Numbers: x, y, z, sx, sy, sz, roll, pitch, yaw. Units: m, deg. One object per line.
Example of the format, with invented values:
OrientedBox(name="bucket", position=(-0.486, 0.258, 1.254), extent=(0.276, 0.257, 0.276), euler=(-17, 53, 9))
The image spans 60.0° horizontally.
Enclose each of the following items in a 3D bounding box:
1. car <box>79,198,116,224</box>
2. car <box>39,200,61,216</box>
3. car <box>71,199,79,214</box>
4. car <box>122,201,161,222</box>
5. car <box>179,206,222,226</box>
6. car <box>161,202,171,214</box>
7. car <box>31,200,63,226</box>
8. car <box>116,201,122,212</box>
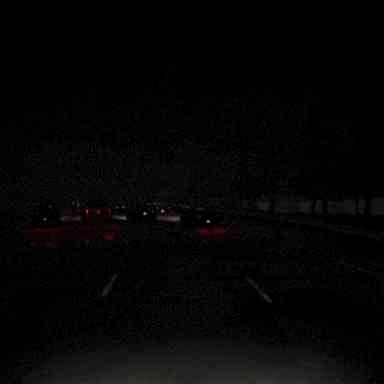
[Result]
OrientedBox(name="car", position=(-7.494, 1.461, 26.151), extent=(2.097, 1.767, 4.553), euler=(0, 0, -20))
OrientedBox(name="car", position=(-15.871, 1.702, 37.089), extent=(1.837, 1.490, 4.892), euler=(0, 0, -27))
OrientedBox(name="car", position=(-12.492, 1.523, 38.158), extent=(2.097, 1.767, 4.553), euler=(0, 0, -27))
OrientedBox(name="car", position=(-4.297, 1.651, 27.625), extent=(1.994, 1.385, 4.181), euler=(0, 0, -20))
OrientedBox(name="car", position=(0.463, 1.644, 23.841), extent=(1.895, 1.301, 4.718), euler=(0, 0, -16))
OrientedBox(name="car", position=(-3.878, 1.702, 36.197), extent=(1.895, 1.301, 4.718), euler=(0, 0, -24))
OrientedBox(name="car", position=(-10.690, 1.624, 24.632), extent=(2.128, 1.511, 4.902), euler=(0, 0, -20))
OrientedBox(name="car", position=(-8.578, 1.689, 38.198), extent=(2.033, 1.411, 5.357), euler=(0, 0, -27))
